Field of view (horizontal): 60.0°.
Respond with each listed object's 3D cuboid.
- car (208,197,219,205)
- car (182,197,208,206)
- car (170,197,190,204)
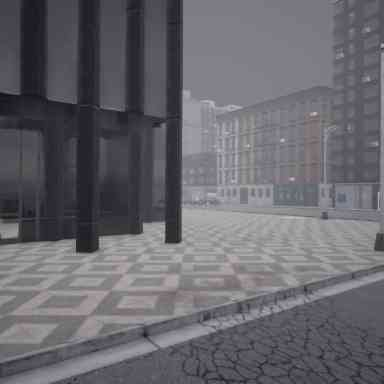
[{"bbox_3d":[2.816,1.639,60.464,1.837,1.490,4.892,1,0,-35],"label":"car"},{"bbox_3d":[0.257,1.633,58.506,1.812,1.442,4.674,1,0,-35],"label":"car"},{"bbox_3d":[-2.491,1.712,67.928,1.994,1.385,4.181,1,0,-35],"label":"car"}]
